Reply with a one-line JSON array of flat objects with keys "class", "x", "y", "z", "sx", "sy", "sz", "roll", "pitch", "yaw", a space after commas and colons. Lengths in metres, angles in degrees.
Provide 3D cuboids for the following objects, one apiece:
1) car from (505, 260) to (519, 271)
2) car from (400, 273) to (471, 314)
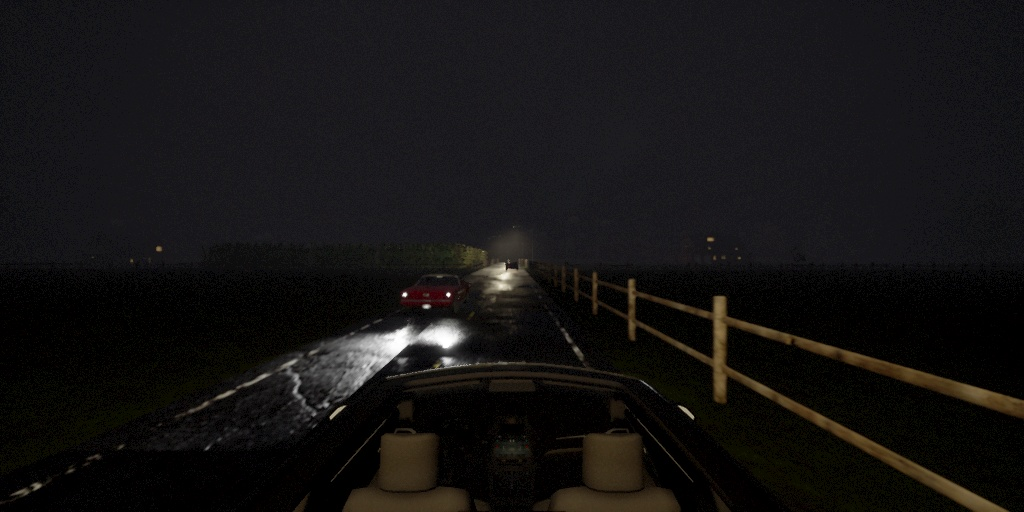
[{"class": "car", "x": -0.011, "y": 1.317, "z": 51.675, "sx": 2.128, "sy": 1.511, "sz": 4.902, "roll": 0, "pitch": 0, "yaw": 0}, {"class": "car", "x": -2.789, "y": 1.355, "z": 13.932, "sx": 1.895, "sy": 1.301, "sz": 4.718, "roll": 0, "pitch": 0, "yaw": 0}]
